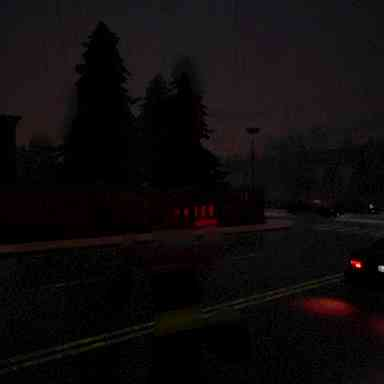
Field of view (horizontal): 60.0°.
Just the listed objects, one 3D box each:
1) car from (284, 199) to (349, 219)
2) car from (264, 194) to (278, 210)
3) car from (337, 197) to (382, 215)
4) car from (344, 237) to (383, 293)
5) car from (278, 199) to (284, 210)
[{"bbox_3d":[10.935,1.601,29.593,1.895,1.301,4.718,0,0,-35],"label":"car"},{"bbox_3d":[9.372,1.221,43.963,2.150,2.045,5.566,0,0,-36],"label":"car"},{"bbox_3d":[16.618,1.352,33.683,2.097,1.767,4.553,0,0,-35],"label":"car"},{"bbox_3d":[5.788,1.547,7.900,5.357,1.411,2.033,0,0,-35],"label":"car"},{"bbox_3d":[11.768,1.478,34.489,1.882,1.535,5.008,0,0,-35],"label":"car"}]
